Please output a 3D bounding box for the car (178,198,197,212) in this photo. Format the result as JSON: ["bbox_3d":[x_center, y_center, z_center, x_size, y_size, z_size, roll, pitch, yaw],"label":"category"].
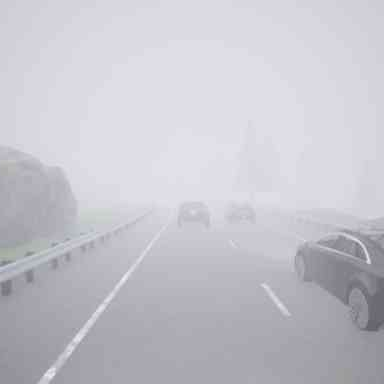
[{"bbox_3d":[-0.644,1.508,40.890,2.128,1.511,4.902,0,0,-4],"label":"car"}]

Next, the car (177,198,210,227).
[{"bbox_3d":[0.071,1.362,23.051,2.097,1.767,4.553,0,0,-1],"label":"car"}]

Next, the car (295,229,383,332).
[{"bbox_3d":[3.601,1.494,6.799,2.128,1.511,4.902,0,0,0],"label":"car"}]

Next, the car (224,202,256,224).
[{"bbox_3d":[3.548,1.502,25.087,2.128,1.511,4.902,0,0,-1],"label":"car"}]
